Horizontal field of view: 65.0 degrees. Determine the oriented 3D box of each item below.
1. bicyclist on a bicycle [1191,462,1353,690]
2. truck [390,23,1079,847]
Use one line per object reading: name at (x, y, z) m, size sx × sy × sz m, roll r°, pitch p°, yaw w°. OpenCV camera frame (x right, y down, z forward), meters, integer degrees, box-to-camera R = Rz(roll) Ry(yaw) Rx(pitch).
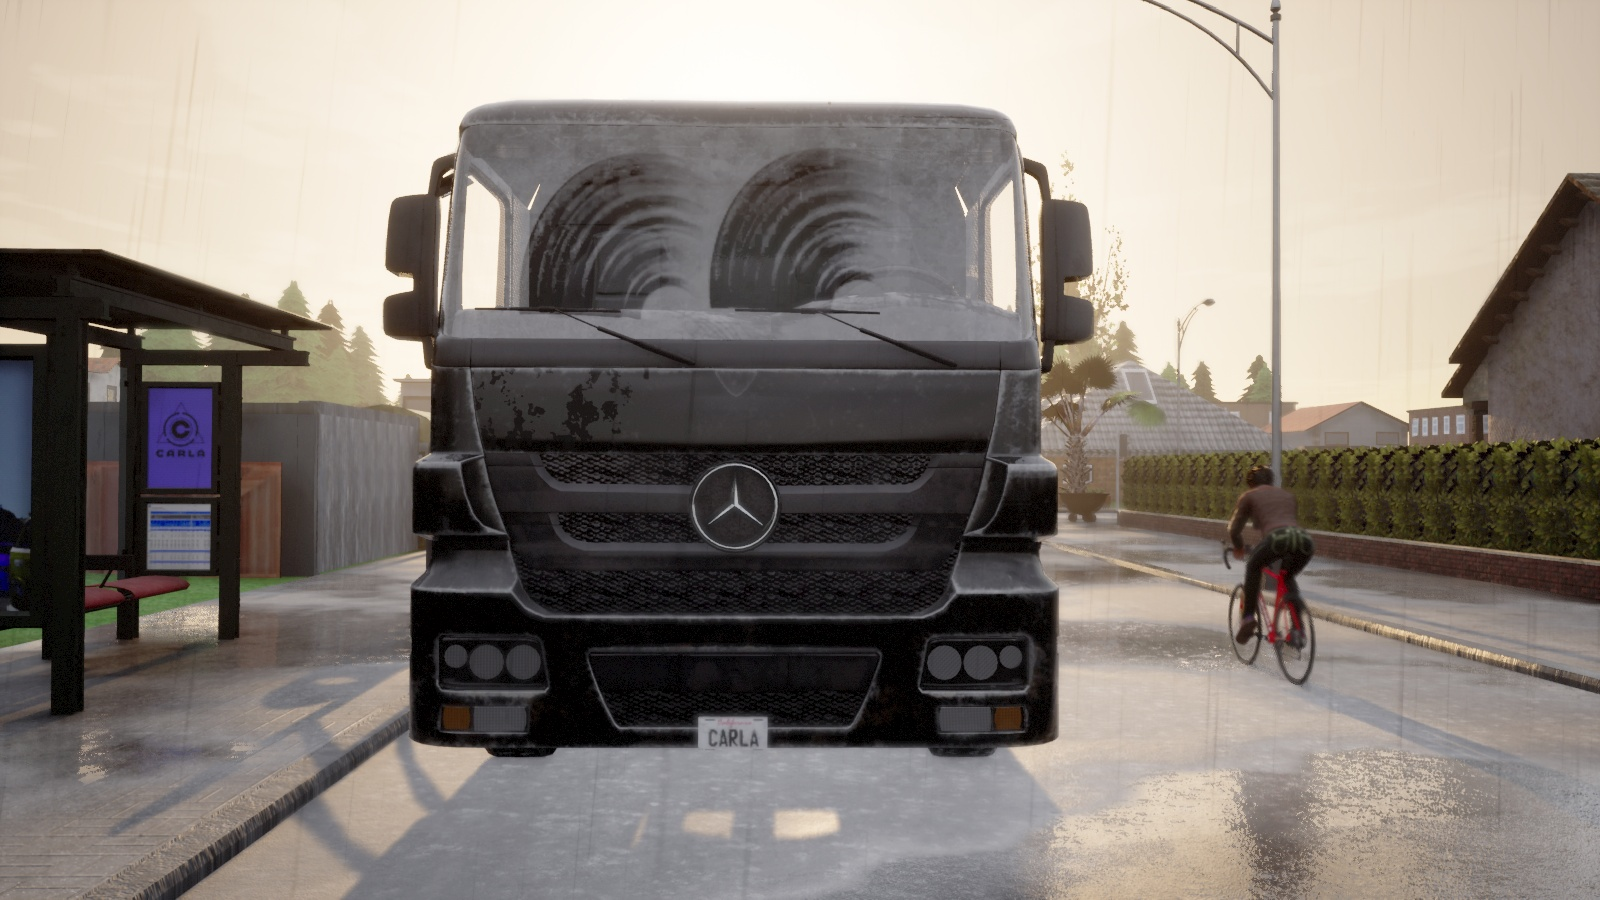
bicyclist on a bicycle at (3.638, 0.917, 9.817) m, size 0.582 × 1.620 × 1.656 m, roll 0°, pitch -1°, yaw -2°
truck at (-0.345, -0.011, 9.266) m, size 2.891 × 3.462 × 7.936 m, roll 0°, pitch -1°, yaw -1°
